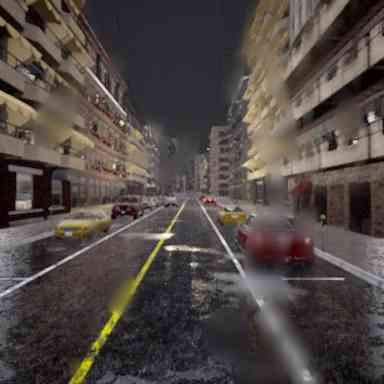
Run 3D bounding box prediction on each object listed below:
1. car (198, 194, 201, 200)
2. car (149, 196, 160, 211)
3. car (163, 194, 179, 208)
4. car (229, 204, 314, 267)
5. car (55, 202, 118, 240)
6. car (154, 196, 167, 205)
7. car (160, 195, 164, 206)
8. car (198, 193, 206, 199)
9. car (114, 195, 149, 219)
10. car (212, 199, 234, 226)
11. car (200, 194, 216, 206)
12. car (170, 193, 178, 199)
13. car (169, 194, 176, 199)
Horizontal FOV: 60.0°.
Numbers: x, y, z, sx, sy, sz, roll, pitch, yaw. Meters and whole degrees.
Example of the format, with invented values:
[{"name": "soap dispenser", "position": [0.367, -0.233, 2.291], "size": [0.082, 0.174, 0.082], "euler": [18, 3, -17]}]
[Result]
[{"name": "car", "position": [2.683, 1.287, 83.461], "size": [1.802, 1.307, 4.206], "euler": [1, 0, 0]}, {"name": "car", "position": [-5.254, 1.418, 39.058], "size": [2.008, 1.369, 4.403], "euler": [1, 0, 0]}, {"name": "car", "position": [-2.685, 1.392, 45.286], "size": [2.033, 1.411, 5.357], "euler": [0, 0, 0]}, {"name": "car", "position": [2.592, 1.401, 11.323], "size": [1.967, 1.590, 4.097], "euler": [1, 0, 0]}, {"name": "car", "position": [-5.282, 1.471, 16.692], "size": [1.752, 1.417, 4.829], "euler": [1, 0, 0]}, {"name": "car", "position": [-5.233, 1.391, 55.705], "size": [1.802, 1.307, 4.206], "euler": [1, 0, 0]}, {"name": "car", "position": [-5.247, 1.414, 44.606], "size": [1.947, 1.339, 4.313], "euler": [1, 0, 0]}, {"name": "car", "position": [2.691, 1.125, 89.010], "size": [1.967, 1.590, 4.097], "euler": [1, 0, 0]}, {"name": "car", "position": [-5.266, 1.221, 27.959], "size": [2.192, 1.841, 5.009], "euler": [1, 0, 0]}, {"name": "car", "position": [2.605, 1.447, 22.591], "size": [1.752, 1.417, 4.829], "euler": [1, 0, 0]}, {"name": "car", "position": [2.642, 1.266, 50.166], "size": [1.967, 1.590, 4.097], "euler": [1, 0, 0]}, {"name": "car", "position": [-5.190, 1.107, 94.547], "size": [1.967, 1.590, 4.097], "euler": [1, 0, 0]}, {"name": "car", "position": [-5.195, 1.270, 88.998], "size": [1.802, 1.307, 4.206], "euler": [1, 0, 0]}]
